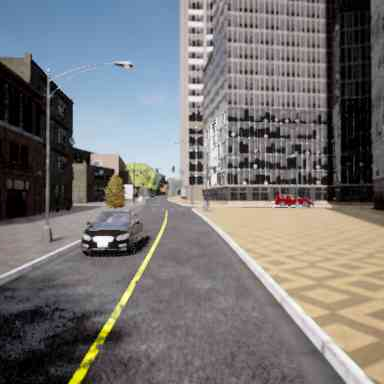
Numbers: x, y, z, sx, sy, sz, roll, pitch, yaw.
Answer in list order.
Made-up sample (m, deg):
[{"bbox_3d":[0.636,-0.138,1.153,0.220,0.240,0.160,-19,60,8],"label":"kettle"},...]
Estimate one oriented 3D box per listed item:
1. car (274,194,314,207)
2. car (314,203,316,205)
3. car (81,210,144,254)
[{"bbox_3d":[14.205,1.261,46.996,5.009,1.841,2.192,0,-1,16],"label":"car"},{"bbox_3d":[15.784,1.547,49.349,4.718,1.301,1.895,0,-1,16],"label":"car"},{"bbox_3d":[-3.082,1.522,13.672,2.128,1.511,4.902,0,0,-2],"label":"car"}]
